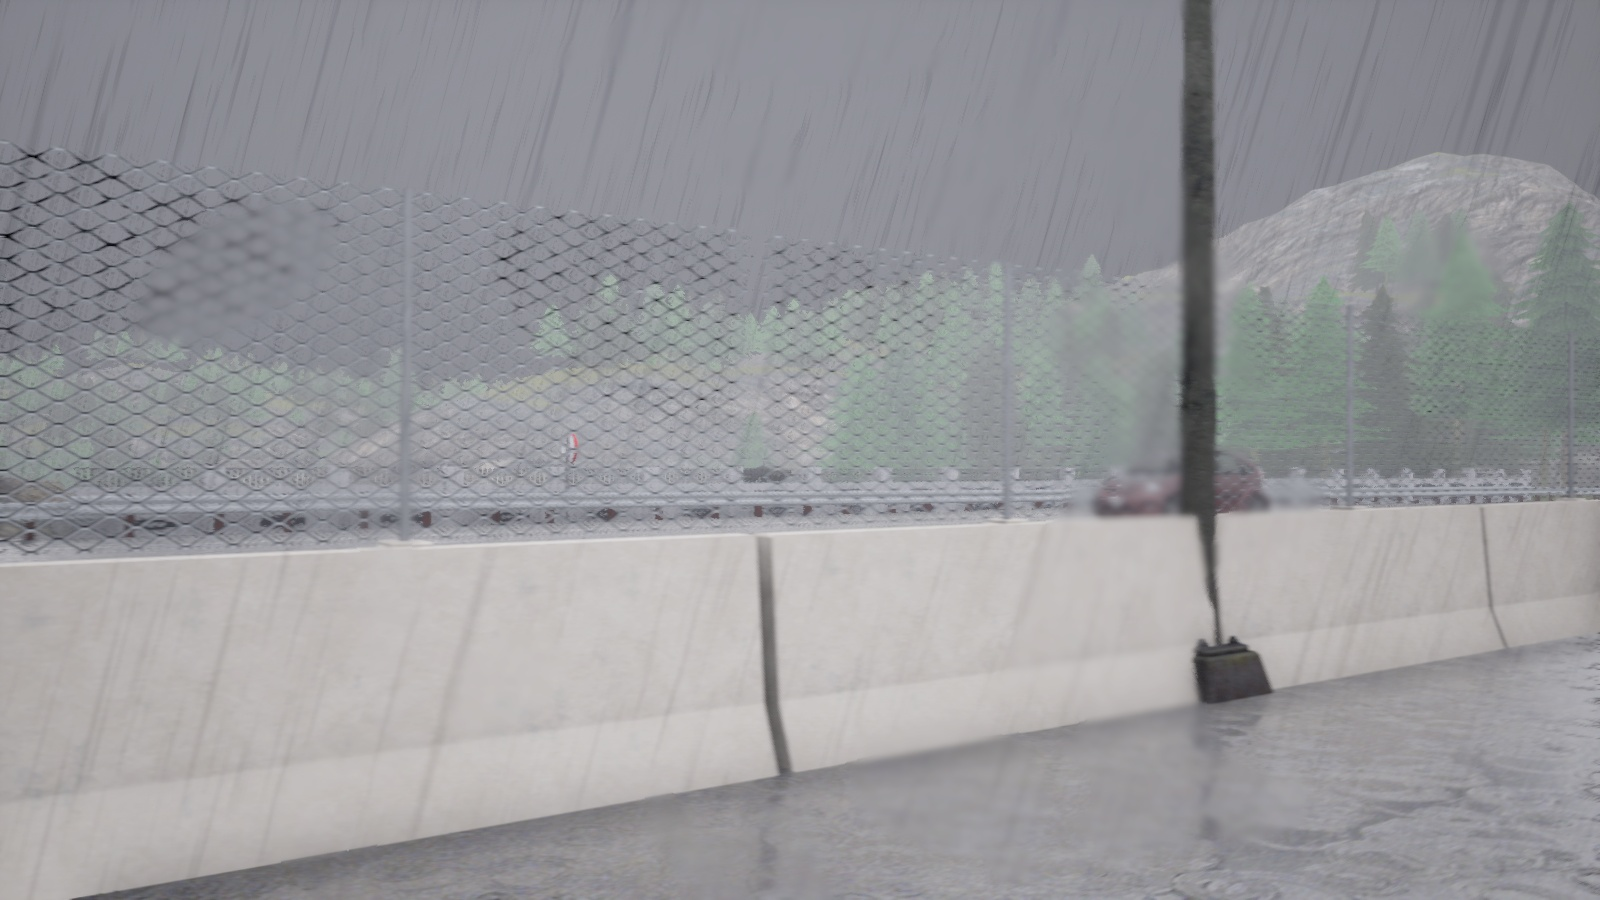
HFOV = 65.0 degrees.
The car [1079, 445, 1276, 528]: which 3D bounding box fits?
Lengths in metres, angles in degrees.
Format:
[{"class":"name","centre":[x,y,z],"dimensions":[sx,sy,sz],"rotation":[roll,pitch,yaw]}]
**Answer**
[{"class":"car","centre":[7.911,0.720,26.222],"dimensions":[3.988,1.617,1.851],"rotation":[0,0,-35]}]
